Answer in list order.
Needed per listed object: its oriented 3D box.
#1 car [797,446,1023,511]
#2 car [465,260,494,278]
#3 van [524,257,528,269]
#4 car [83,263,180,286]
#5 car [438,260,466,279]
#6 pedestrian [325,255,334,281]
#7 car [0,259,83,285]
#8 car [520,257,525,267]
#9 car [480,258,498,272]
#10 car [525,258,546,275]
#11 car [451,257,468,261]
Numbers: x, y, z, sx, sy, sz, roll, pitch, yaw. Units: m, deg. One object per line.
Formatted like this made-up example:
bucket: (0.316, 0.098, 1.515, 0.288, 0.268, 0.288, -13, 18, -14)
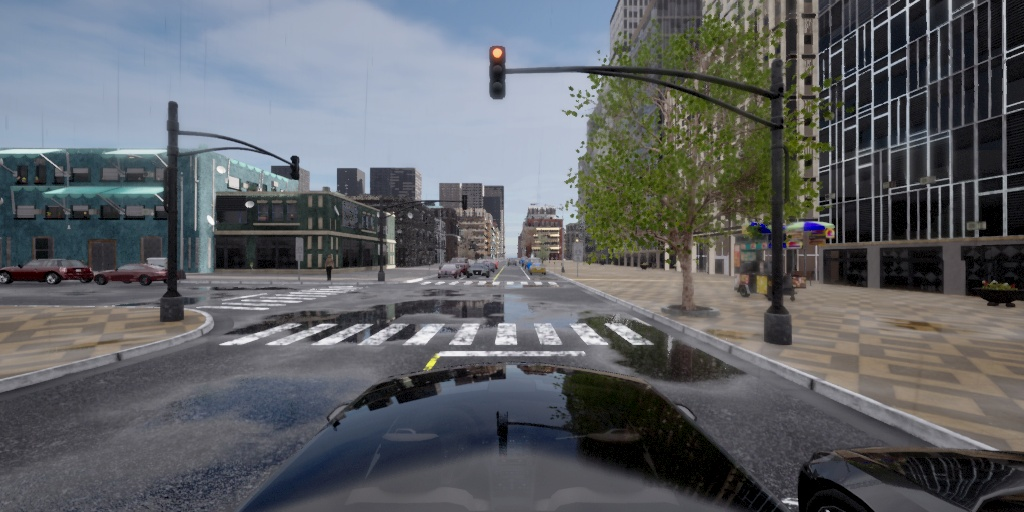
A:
car: (2.691, 1.316, 0.476, 1.948, 1.339, 4.313, 0, 0, 0)
car: (-3.085, 1.316, 33.779, 1.994, 1.385, 4.181, 0, 0, 0)
van: (2.709, 1.094, 44.057, 1.690, 1.789, 3.998, 0, 0, 0)
car: (-22.812, 1.089, 21.876, 4.207, 1.307, 1.802, 0, 0, -1)
car: (-5.676, 1.334, 32.956, 1.802, 1.307, 4.207, 0, 0, 0)
pedestrian: (-12.739, 0.788, 24.963, 0.375, 1.860, 0.375, 0, -1, -1)
car: (-28.360, 0.879, 21.800, 4.097, 1.591, 1.967, 0, 0, -1)
car: (2.713, 1.305, 55.159, 2.007, 1.370, 4.403, 0, 0, 0)
car: (-3.081, 1.317, 43.828, 1.994, 1.385, 4.181, 0, 0, 0)
car: (2.706, 1.278, 38.676, 1.751, 1.417, 4.829, 0, 0, 0)
car: (-5.674, 1.067, 38.507, 2.192, 1.841, 5.009, 0, 0, 0)
